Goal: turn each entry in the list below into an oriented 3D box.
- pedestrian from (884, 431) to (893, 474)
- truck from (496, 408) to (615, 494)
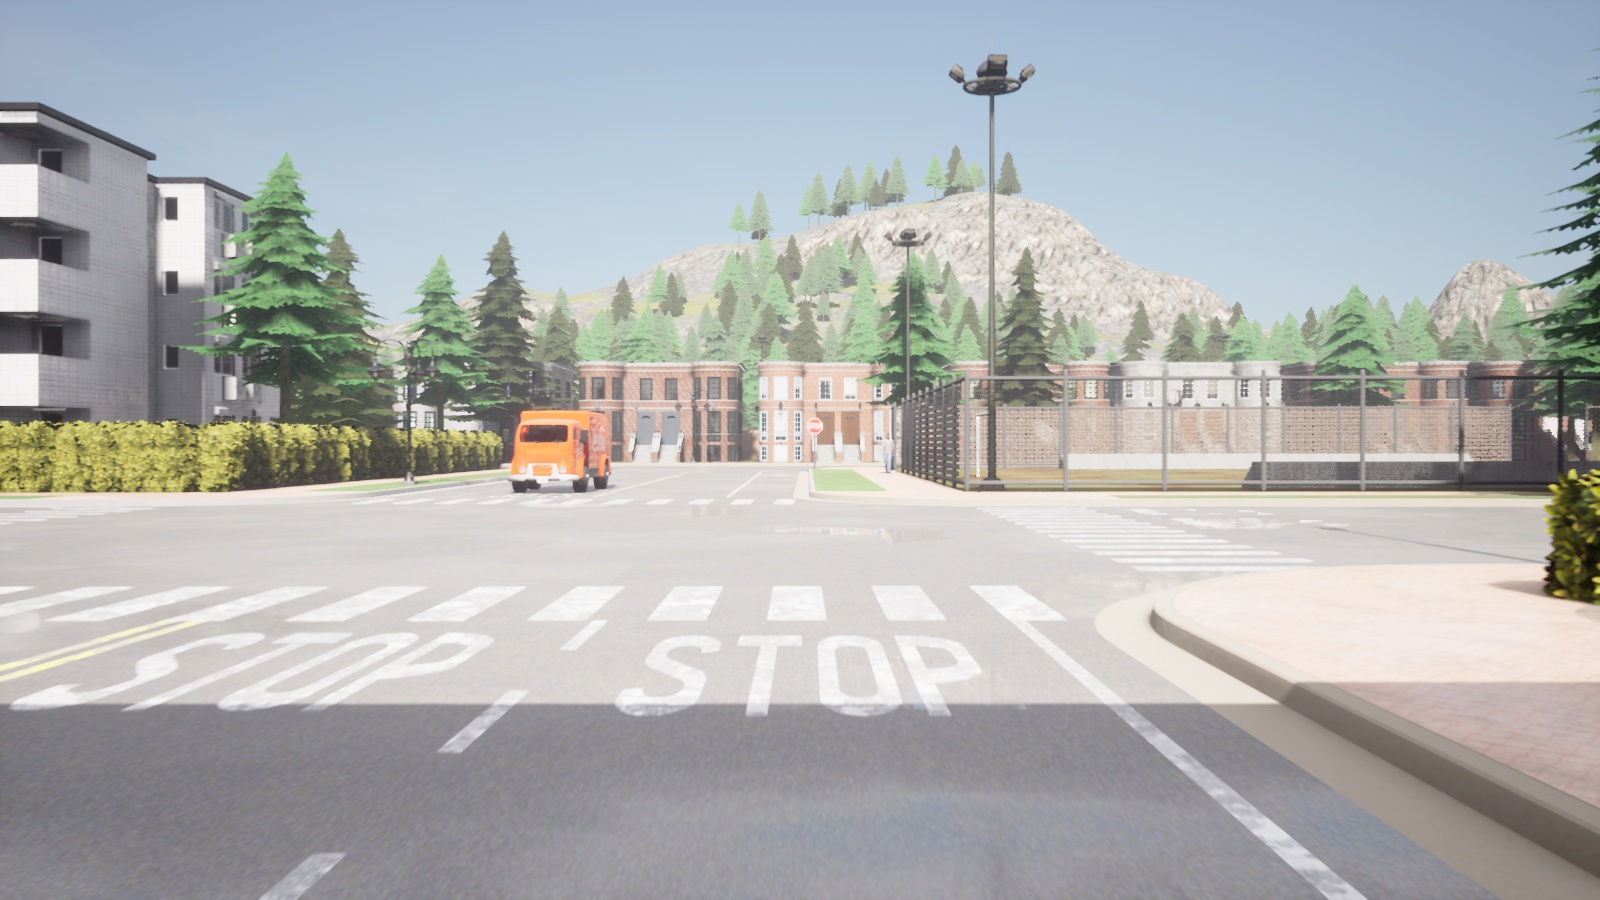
[{"bbox_3d":[3.773,0.096,53.547,0.354,1.836,0.706,0,0,0],"label":"pedestrian"},{"bbox_3d":[-7.421,0.019,38.764,2.627,2.467,5.204,0,0,0],"label":"truck"}]
